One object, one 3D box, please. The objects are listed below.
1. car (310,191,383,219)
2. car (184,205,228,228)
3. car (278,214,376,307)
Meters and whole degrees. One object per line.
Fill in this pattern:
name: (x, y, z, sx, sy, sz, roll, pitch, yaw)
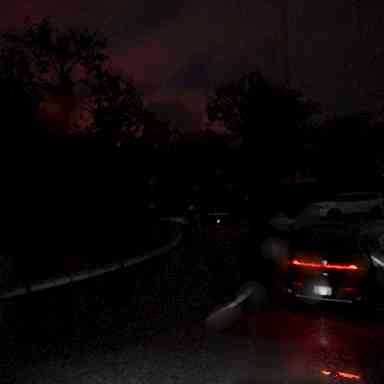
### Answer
car: (12.049, 1.049, 25.661, 5.566, 2.045, 2.150, -2, 0, -6)
car: (0.891, 1.655, 23.517, 2.128, 1.511, 4.902, 0, -1, -19)
car: (3.341, 1.545, 8.236, 1.837, 1.490, 4.892, 0, 0, 24)
